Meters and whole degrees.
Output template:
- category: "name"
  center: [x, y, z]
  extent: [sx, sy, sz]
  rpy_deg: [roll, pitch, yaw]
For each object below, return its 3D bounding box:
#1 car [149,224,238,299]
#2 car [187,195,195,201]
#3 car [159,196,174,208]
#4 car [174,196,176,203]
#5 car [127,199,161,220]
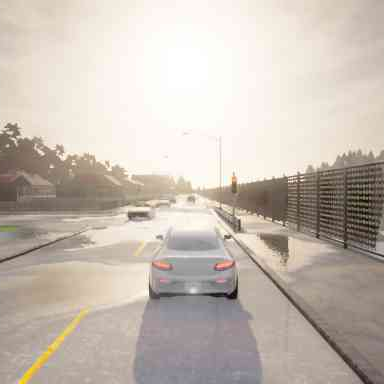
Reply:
- category: "car"
  center: [0.036, 1.526, 8.307]
  extent: [1.812, 1.442, 4.674]
  rpy_deg: [0, 0, 0]
- category: "car"
  center: [-0.179, 1.478, 80.180]
  extent: [1.882, 1.535, 5.008]
  rpy_deg: [0, 0, 0]
- category: "car"
  center: [-4.207, 1.547, 49.799]
  extent: [2.033, 1.411, 5.357]
  rpy_deg: [0, 0, 0]
- category: "car"
  center: [-4.173, 1.477, 66.559]
  extent: [1.882, 1.535, 5.008]
  rpy_deg: [0, 0, 0]
- category: "car"
  center: [-4.162, 1.547, 28.192]
  extent: [2.033, 1.411, 5.357]
  rpy_deg: [0, 0, 0]
